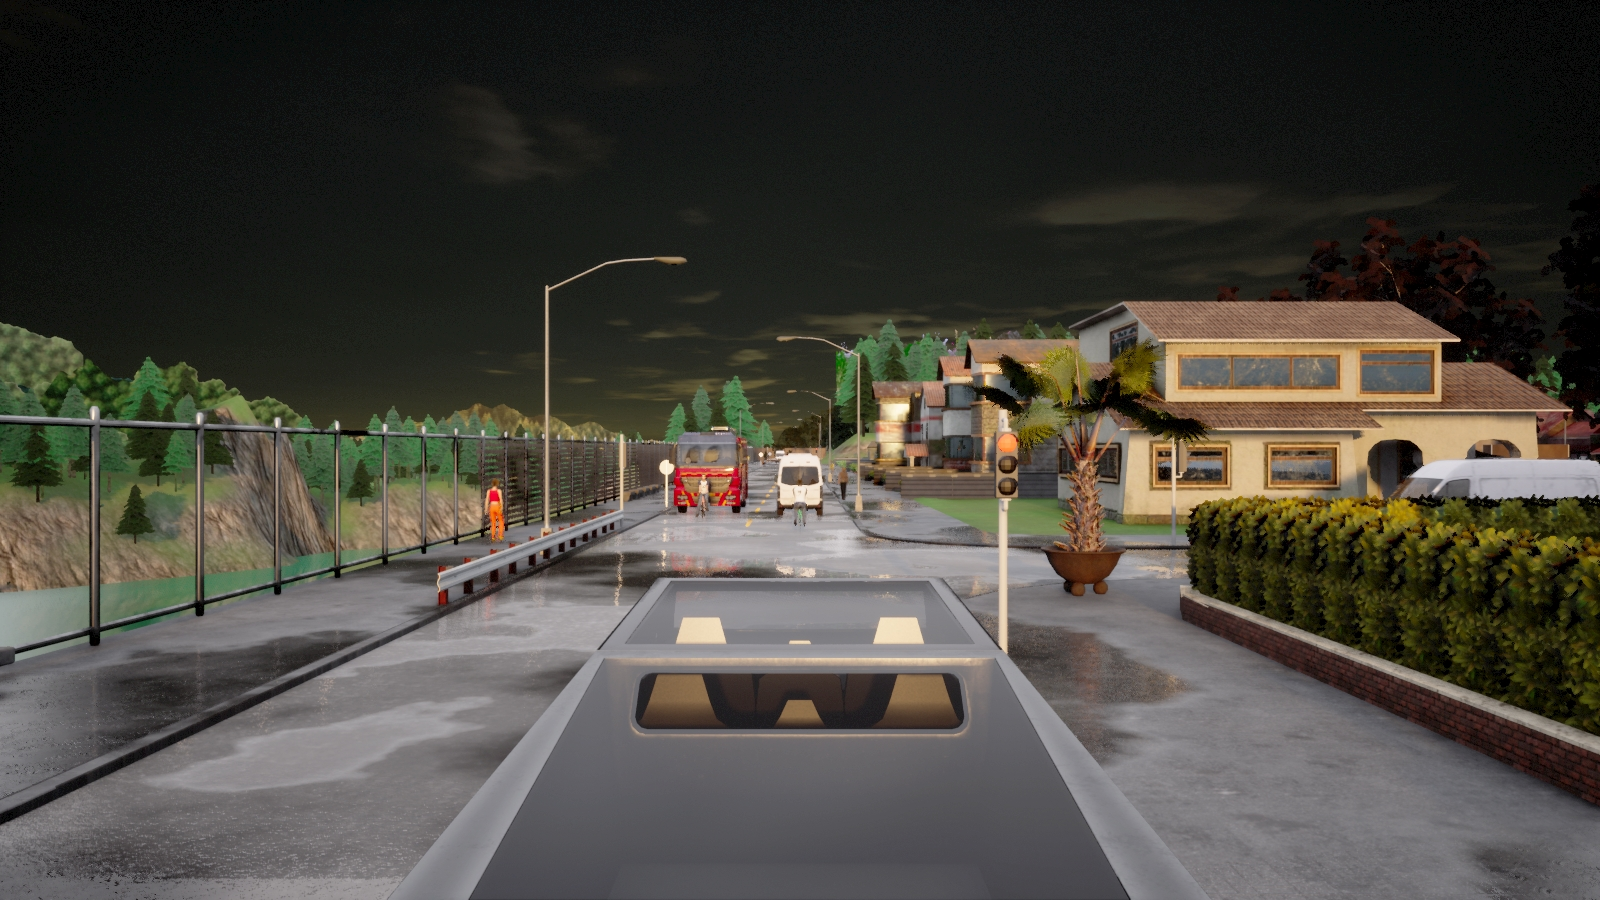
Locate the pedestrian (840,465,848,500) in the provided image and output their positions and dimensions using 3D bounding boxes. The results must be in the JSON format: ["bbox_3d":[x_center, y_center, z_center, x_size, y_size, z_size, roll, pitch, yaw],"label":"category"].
[{"bbox_3d":[2.303,1.699,59.753,0.375,1.860,0.375,0,0,0],"label":"pedestrian"}]

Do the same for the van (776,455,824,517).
[{"bbox_3d":[0.002,1.515,50.722,1.988,2.561,5.915,0,0,0],"label":"van"}]

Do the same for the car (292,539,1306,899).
[{"bbox_3d":[-0.001,1.751,5.830,2.390,2.098,6.274,0,0,0],"label":"car"}]

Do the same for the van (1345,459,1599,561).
[{"bbox_3d":[17.738,1.523,29.985,5.915,2.561,1.988,0,0,0],"label":"van"}]

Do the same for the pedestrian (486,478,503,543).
[{"bbox_3d":[-8.763,1.732,32.741,0.375,1.860,0.375,0,0,1],"label":"pedestrian"}]

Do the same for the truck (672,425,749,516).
[{"bbox_3d":[-3.997,0.871,52.639,2.891,3.827,8.468,0,0,0],"label":"truck"}]

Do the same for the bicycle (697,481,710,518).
[{"bbox_3d":[-3.996,2.038,47.352,0.373,1.496,1.643,0,0,0],"label":"bicycle"}]
